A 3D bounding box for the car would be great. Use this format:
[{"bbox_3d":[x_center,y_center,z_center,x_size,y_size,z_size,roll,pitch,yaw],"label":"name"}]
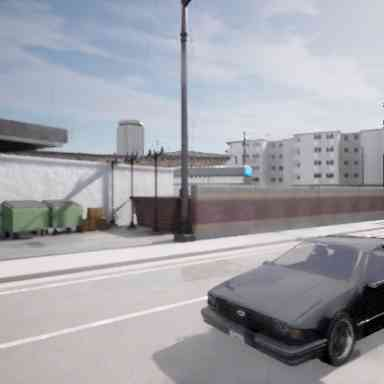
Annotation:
[{"bbox_3d":[2.760,1.529,5.958,5.357,1.411,2.033,0,0,-36],"label":"car"}]
